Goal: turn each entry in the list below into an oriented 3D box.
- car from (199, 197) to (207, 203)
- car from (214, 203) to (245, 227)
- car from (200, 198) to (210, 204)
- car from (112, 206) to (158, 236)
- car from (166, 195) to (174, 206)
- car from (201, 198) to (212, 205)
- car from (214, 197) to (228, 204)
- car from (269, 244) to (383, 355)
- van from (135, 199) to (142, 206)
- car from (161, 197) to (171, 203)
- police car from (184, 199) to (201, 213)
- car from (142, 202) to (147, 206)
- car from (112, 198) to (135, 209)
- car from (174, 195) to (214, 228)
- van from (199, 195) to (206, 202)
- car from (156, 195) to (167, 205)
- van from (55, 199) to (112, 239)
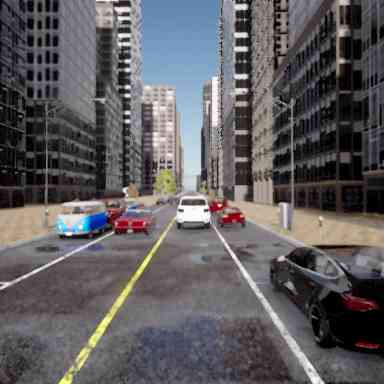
[{"bbox_3d":[2.658,1.852,79.838,1.802,1.307,4.206,0,0,0],"label":"car"},{"bbox_3d":[2.680,1.672,23.154,1.802,1.307,4.206,0,0,0],"label":"car"},{"bbox_3d":[2.662,1.822,68.499,1.802,1.307,4.206,0,0,0],"label":"car"},{"bbox_3d":[-3.109,1.676,18.947,1.895,1.301,4.718,0,0,0],"label":"car"},{"bbox_3d":[-3.073,1.718,60.191,1.837,1.490,4.892,0,0,1],"label":"car"},{"bbox_3d":[2.664,1.767,62.831,1.887,1.381,4.507,0,0,0],"label":"car"},{"bbox_3d":[2.675,1.444,34.491,2.192,1.841,5.009,0,0,0],"label":"car"},{"bbox_3d":[2.687,1.592,6.149,1.947,1.339,4.313,0,0,0],"label":"car"},{"bbox_3d":[-5.703,1.452,28.820,1.690,1.788,3.998,0,0,0],"label":"van"},{"bbox_3d":[-5.721,1.823,74.166,1.947,1.339,4.313,0,0,0],"label":"car"},{"bbox_3d":[0.084,1.659,41.774,2.038,1.542,4.974,0,0,0],"label":"police car"},{"bbox_3d":[-5.705,1.675,34.487,1.887,1.381,4.507,0,0,0],"label":"car"},{"bbox_3d":[-5.701,1.406,23.152,2.192,1.841,5.009,0,0,0],"label":"car"},{"bbox_3d":[0.092,1.314,23.140,2.150,2.045,5.566,0,0,0],"label":"car"},{"bbox_3d":[2.655,1.624,85.507,1.690,1.788,3.998,0,0,0],"label":"van"},{"bbox_3d":[-5.716,1.789,62.828,1.947,1.339,4.313,0,0,0],"label":"car"},{"bbox_3d":[-5.699,1.412,17.484,1.690,1.788,3.998,0,0,0],"label":"van"}]
